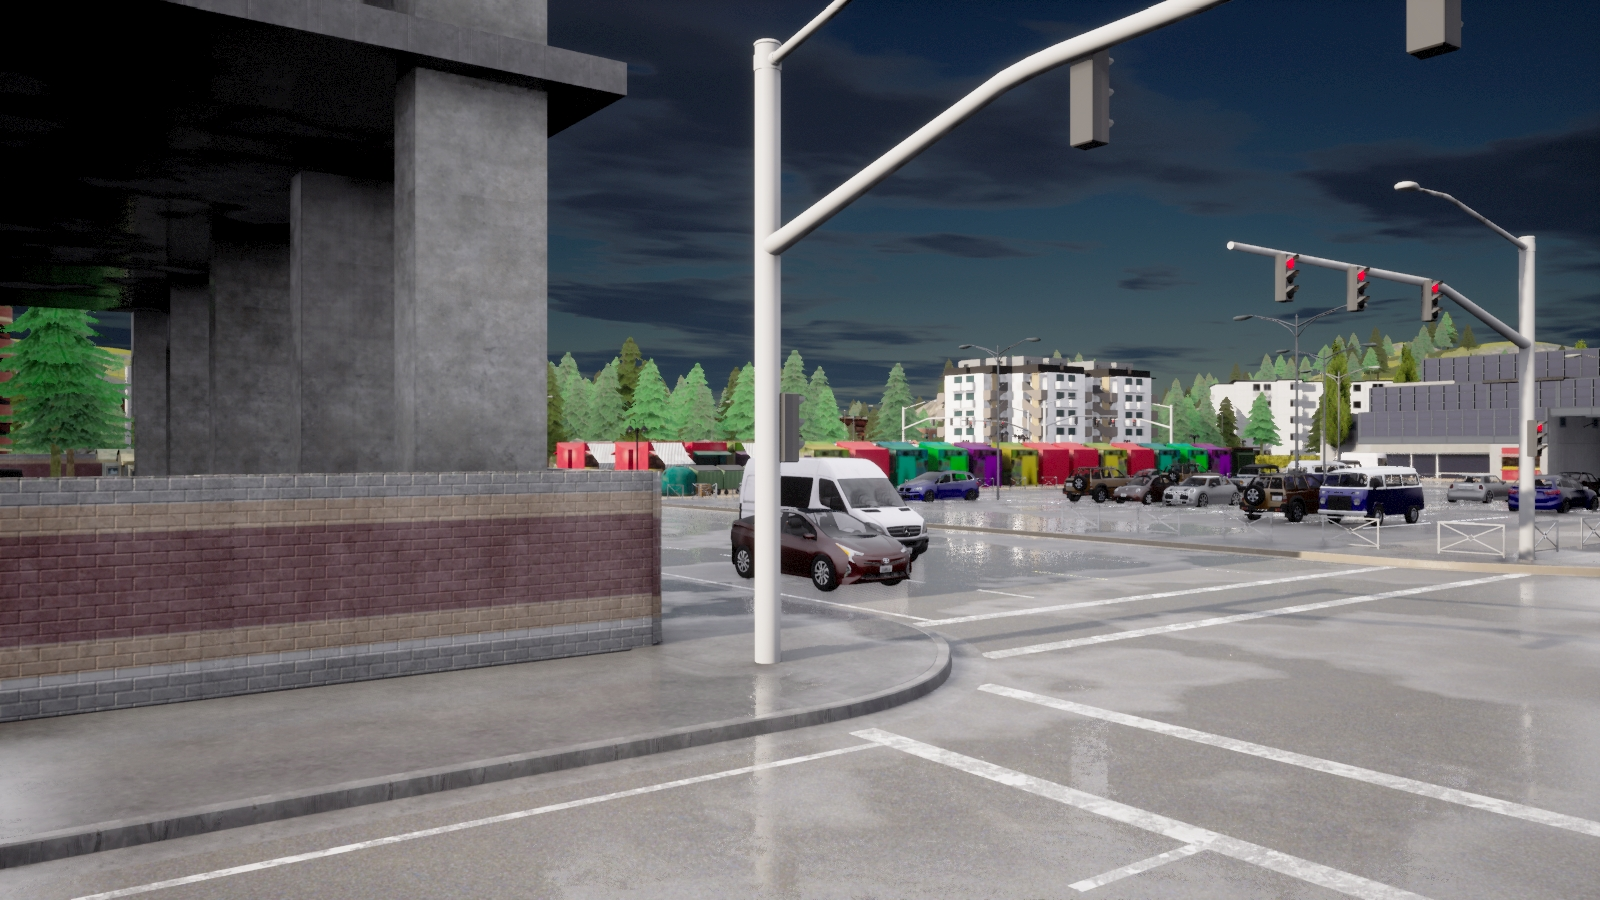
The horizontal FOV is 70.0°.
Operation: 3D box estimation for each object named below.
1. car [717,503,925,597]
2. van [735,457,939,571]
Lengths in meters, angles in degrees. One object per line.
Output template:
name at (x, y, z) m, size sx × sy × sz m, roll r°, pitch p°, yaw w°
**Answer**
car at (0.324, 1.984, 23.786) m, size 2.007 × 1.525 × 4.514 m, roll 0°, pitch 0°, yaw -36°
van at (0.780, 1.479, 29.066) m, size 1.988 × 2.561 × 5.915 m, roll 0°, pitch 0°, yaw -36°
